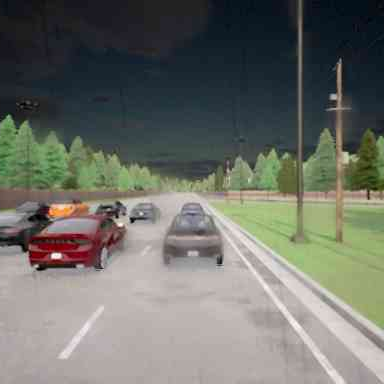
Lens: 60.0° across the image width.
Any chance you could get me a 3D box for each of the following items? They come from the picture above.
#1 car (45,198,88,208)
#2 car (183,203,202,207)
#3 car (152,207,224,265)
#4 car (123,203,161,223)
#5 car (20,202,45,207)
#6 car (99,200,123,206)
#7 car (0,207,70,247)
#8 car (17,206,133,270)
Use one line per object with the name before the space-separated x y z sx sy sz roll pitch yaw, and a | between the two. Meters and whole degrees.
car | -10.441 1.334 28.705 2.097 1.767 4.553 0 0 0
car | 0.035 1.533 25.270 2.033 1.411 5.357 0 0 1
car | 0.050 1.486 11.592 2.128 1.511 4.902 0 0 0
car | -3.465 1.533 25.269 2.033 1.411 5.357 0 0 1
car | -13.935 1.546 29.647 1.994 1.385 4.181 0 0 0
car | -6.938 1.490 29.074 1.837 1.490 4.892 0 1 0
car | -6.936 1.519 13.738 1.812 1.442 4.674 0 -1 0
car | -3.454 1.471 10.998 1.882 1.535 5.008 0 0 1
